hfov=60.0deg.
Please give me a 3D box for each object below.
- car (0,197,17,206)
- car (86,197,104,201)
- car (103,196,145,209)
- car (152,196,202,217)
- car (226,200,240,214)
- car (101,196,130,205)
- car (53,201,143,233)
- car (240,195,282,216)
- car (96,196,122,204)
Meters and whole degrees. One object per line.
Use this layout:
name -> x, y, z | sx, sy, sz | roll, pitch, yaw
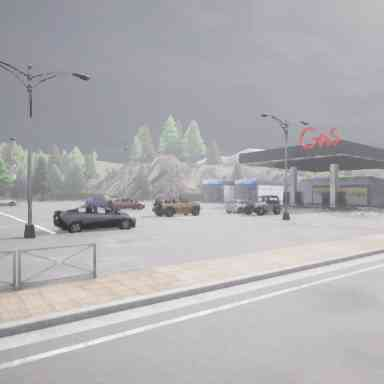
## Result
car -> -29.761, 1.573, 52.416 | 3.806, 1.475, 1.970 | 0, 0, -36
car -> -13.839, 1.508, 49.079 | 3.633, 1.501, 1.845 | 0, 0, -36
car -> -8.048, 1.487, 40.935 | 4.514, 1.523, 2.007 | 0, 0, -36
car -> -1.365, 1.287, 30.399 | 4.605, 1.855, 1.932 | 0, 0, -36
car -> 5.502, 1.550, 35.372 | 3.806, 1.475, 1.970 | 0, 0, -36
car -> -14.509, 1.519, 63.177 | 5.027, 1.636, 2.152 | 0, 0, -36
car -> -5.454, 1.487, 18.923 | 4.514, 1.523, 2.007 | 0, 0, -36
car -> 6.944, 1.266, 32.314 | 3.866, 1.878, 1.905 | 0, 0, -36
car -> -16.380, 1.528, 65.696 | 4.514, 1.523, 2.007 | 0, 0, -36
